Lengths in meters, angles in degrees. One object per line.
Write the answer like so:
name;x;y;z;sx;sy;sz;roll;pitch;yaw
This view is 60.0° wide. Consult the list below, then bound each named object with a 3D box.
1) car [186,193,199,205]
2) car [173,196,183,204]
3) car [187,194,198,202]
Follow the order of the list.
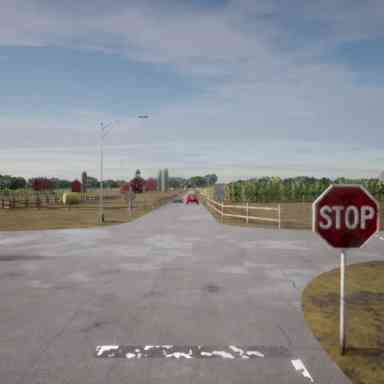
car;0.078;1.215;60.061;2.150;2.045;5.566;0;0;0
car;-2.665;1.542;65.449;2.033;1.411;5.357;0;0;0
car;0.092;1.256;70.421;2.097;1.767;4.553;0;0;0
